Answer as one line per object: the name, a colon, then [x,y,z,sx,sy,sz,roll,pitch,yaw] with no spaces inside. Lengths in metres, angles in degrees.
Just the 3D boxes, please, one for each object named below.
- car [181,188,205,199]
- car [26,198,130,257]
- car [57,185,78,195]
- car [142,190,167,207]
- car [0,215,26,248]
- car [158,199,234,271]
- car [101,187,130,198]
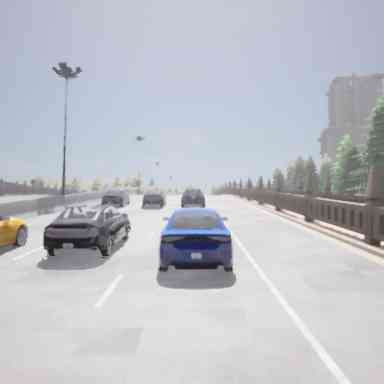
car: [0.101,0.404,30.184,2.097,1.767,4.553,0,2,0]
car: [-3.400,1.180,11.538,2.128,1.511,4.902,0,2,0]
car: [-20.999,-0.402,56.219,2.097,1.767,4.553,0,0,0]
car: [-3.399,0.532,30.553,2.128,1.511,4.902,0,2,0]
car: [-6.900,1.215,10.089,1.882,1.535,5.008,0,2,0]
car: [0.100,1.217,10.052,1.882,1.535,5.008,0,2,0]
car: [-6.899,0.551,30.380,1.837,1.490,4.892,0,2,0]
